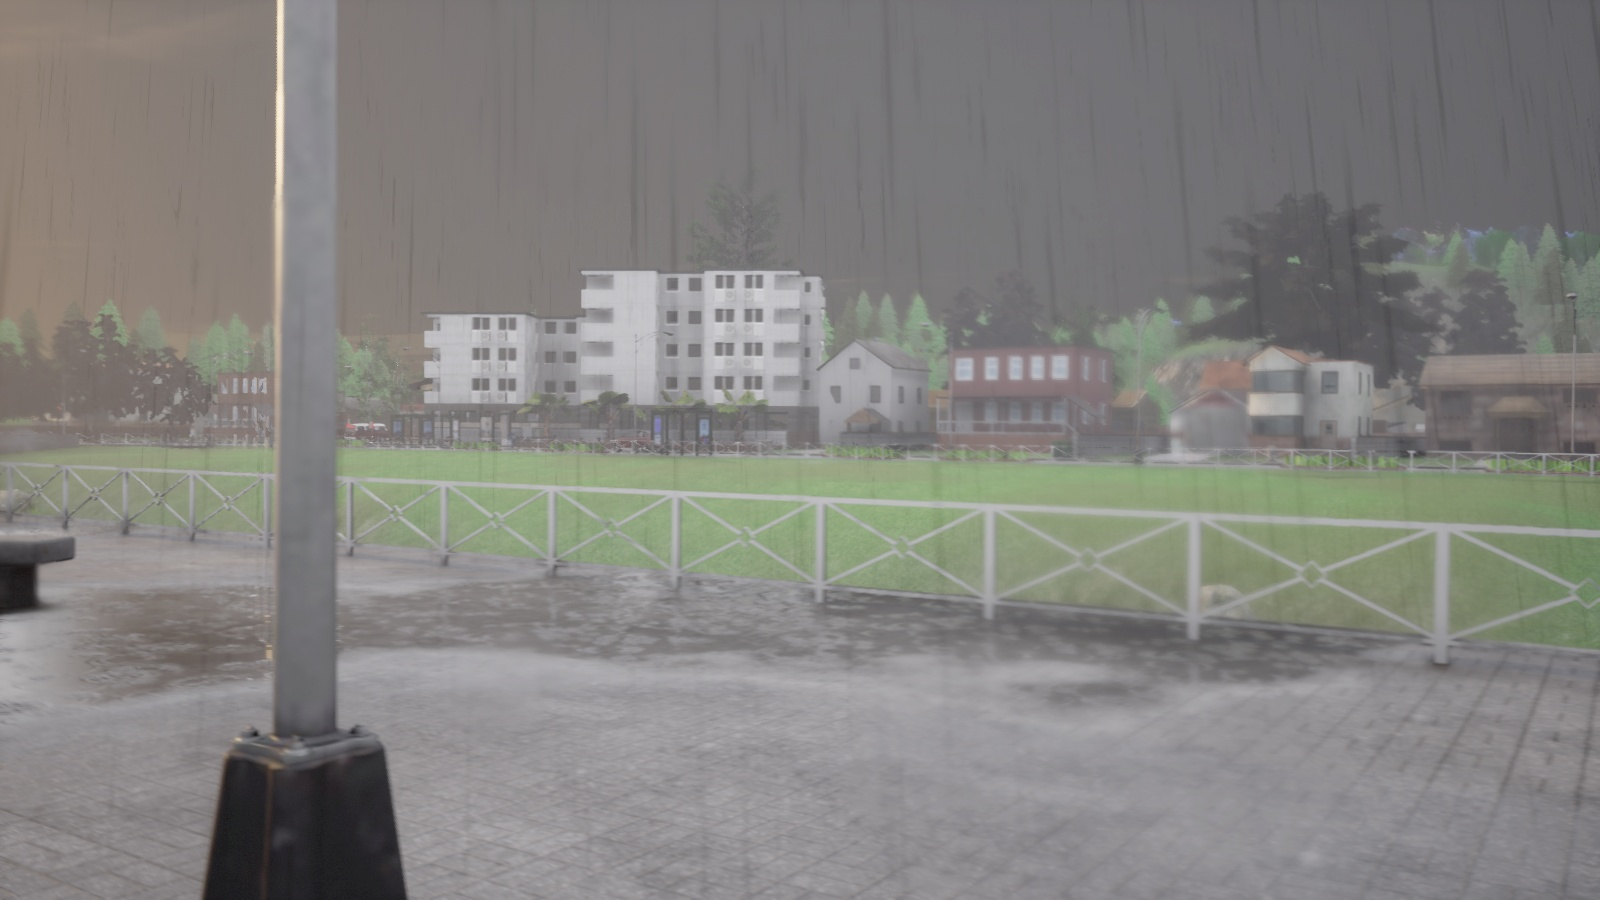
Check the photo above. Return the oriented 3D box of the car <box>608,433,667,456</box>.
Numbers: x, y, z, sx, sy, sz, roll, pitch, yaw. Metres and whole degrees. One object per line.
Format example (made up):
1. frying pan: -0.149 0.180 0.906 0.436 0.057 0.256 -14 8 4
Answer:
1. car: -11.094 -0.358 85.742 3.705 1.549 1.789 0 1 34
